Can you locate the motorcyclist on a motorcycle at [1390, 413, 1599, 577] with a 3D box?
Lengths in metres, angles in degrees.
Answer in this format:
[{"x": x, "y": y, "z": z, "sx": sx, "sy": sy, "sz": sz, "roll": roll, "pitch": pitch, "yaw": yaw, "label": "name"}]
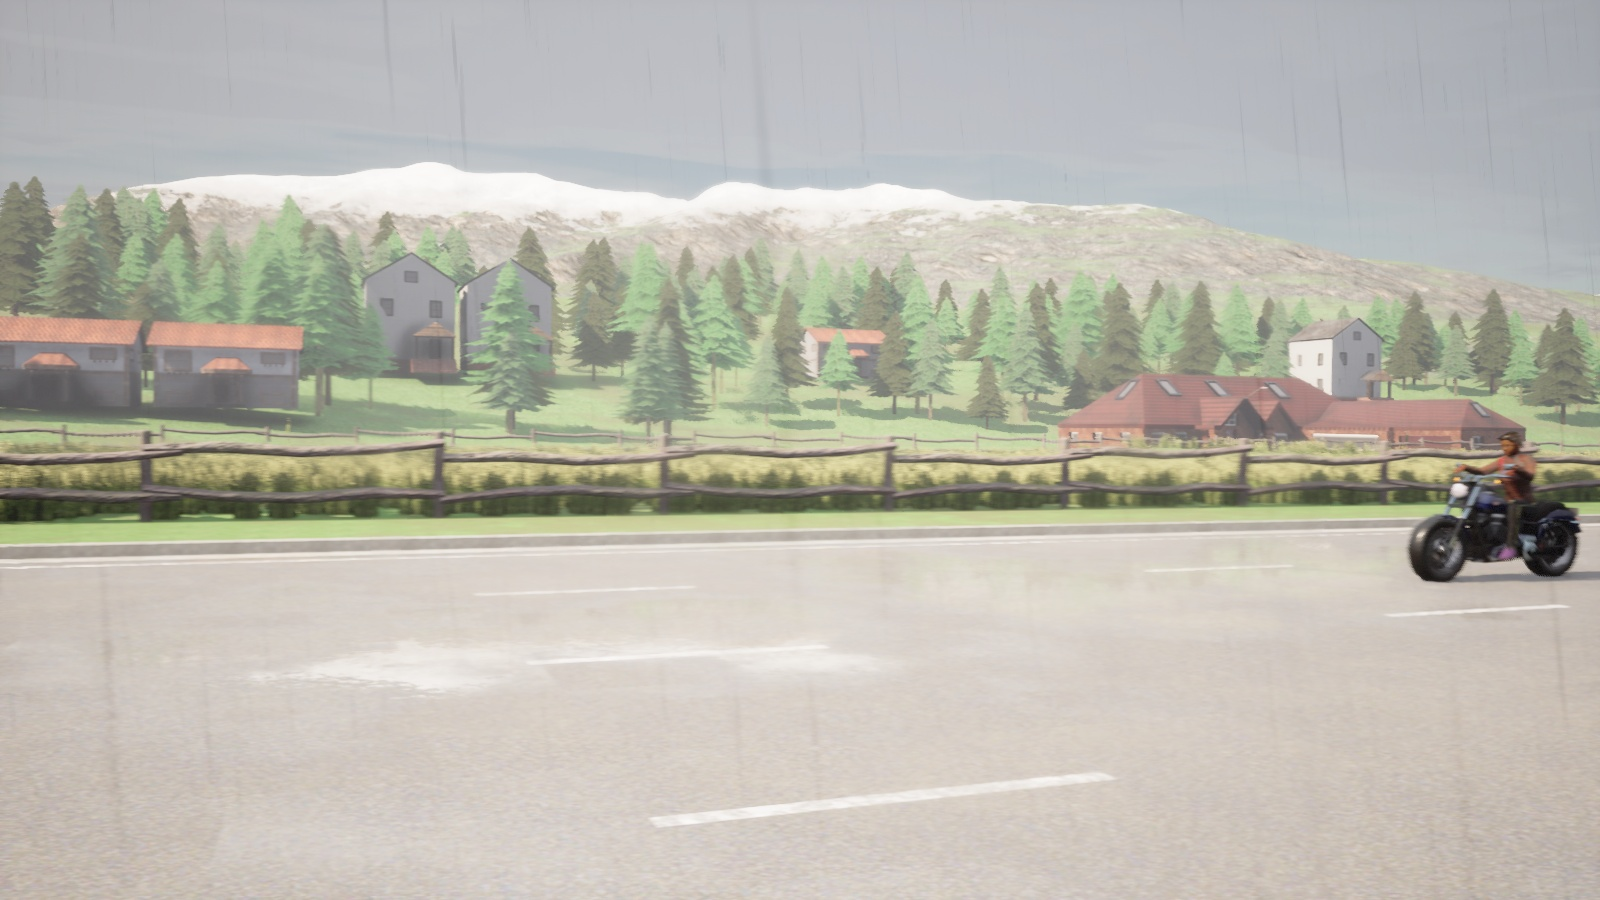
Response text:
[{"x": 7.600, "y": 0.444, "z": 13.590, "sx": 2.350, "sy": 1.649, "sz": 0.766, "roll": -1, "pitch": 1, "yaw": -20, "label": "motorcyclist on a motorcycle"}]
